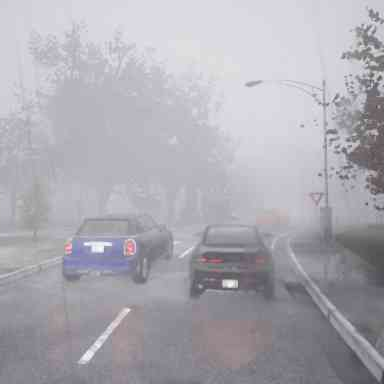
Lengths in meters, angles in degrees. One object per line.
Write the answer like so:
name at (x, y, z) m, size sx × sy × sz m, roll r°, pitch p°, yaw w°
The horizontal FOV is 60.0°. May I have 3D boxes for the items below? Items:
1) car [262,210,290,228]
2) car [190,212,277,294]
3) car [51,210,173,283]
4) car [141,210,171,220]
car at (7.985, 2.548, 32.558) m, size 2.097 × 1.767 × 4.553 m, roll -2°, pitch -4°, yaw 32°
car at (1.087, 1.530, 8.887) m, size 1.837 × 1.490 × 4.892 m, roll -1°, pitch 0°, yaw 8°
car at (-1.962, 1.409, 10.129) m, size 2.097 × 1.767 × 4.553 m, roll -1°, pitch 0°, yaw 8°
car at (-6.989, 4.482, 64.662) m, size 5.566 × 2.045 × 2.150 m, roll 0°, pitch -4°, yaw 5°
